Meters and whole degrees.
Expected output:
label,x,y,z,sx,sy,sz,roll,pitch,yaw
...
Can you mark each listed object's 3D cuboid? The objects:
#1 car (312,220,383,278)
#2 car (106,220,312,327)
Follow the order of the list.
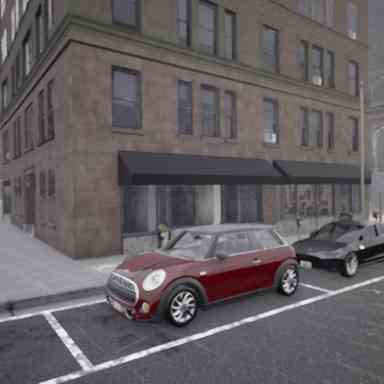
label,x,y,z,sx,sy,sz,roll,pitch,yaw
car,4.796,1.551,10.117,4.313,1.339,1.947,0,-1,-36
car,0.324,1.434,6.906,4.097,1.590,1.967,0,-1,-36
